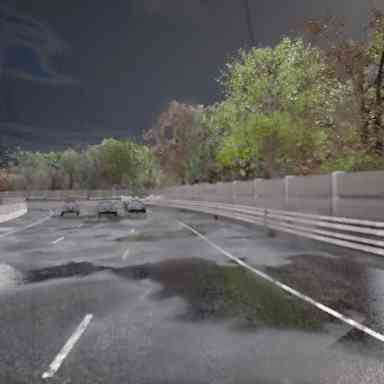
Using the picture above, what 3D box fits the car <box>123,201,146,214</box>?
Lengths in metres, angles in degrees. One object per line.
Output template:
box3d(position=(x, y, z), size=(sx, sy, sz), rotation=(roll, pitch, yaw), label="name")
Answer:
box3d(position=(-6.614, 1.664, 37.882), size=(1.994, 1.385, 4.181), rotation=(-1, 0, -20), label="car")

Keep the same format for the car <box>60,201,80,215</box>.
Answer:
box3d(position=(-13.187, 1.720, 35.961), size=(2.033, 1.411, 5.357), rotation=(-1, 0, -22), label="car")

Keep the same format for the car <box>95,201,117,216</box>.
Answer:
box3d(position=(-8.746, 1.669, 33.847), size=(2.033, 1.411, 5.357), rotation=(-1, 0, -19), label="car")
